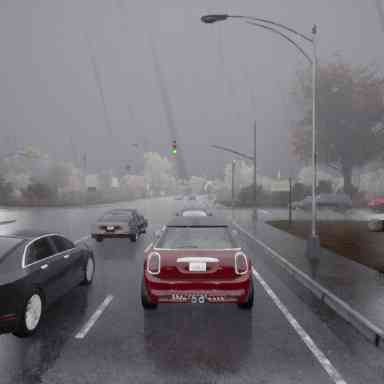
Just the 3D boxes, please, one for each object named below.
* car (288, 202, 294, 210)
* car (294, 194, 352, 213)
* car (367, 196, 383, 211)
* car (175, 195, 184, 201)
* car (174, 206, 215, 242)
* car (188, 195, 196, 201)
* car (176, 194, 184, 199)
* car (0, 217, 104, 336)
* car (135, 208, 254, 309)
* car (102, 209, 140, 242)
[{"bbox_3d":[14.020,1.505,39.913,4.892,1.490,1.837,0,0,3],"label":"car"},{"bbox_3d":[14.496,1.221,36.377,5.566,2.045,2.150,0,0,3],"label":"car"},{"bbox_3d":[23.854,1.211,39.372,5.566,2.045,2.150,0,0,3],"label":"car"},{"bbox_3d":[-3.424,1.544,85.290,1.994,1.385,4.181,0,0,0],"label":"car"},{"bbox_3d":[0.114,1.526,17.196,1.812,1.442,4.674,0,0,0],"label":"car"},{"bbox_3d":[0.074,1.500,84.967,1.837,1.490,4.892,0,0,0],"label":"car"},{"bbox_3d":[-3.376,1.402,95.317,1.994,1.385,4.181,0,0,1],"label":"car"},{"bbox_3d":[-3.393,1.505,6.636,1.837,1.490,4.892,0,0,0],"label":"car"},{"bbox_3d":[0.106,1.352,8.052,2.097,1.767,4.553,0,0,0],"label":"car"},{"bbox_3d":[-3.388,1.547,16.356,2.033,1.411,5.357,0,0,0],"label":"car"}]
